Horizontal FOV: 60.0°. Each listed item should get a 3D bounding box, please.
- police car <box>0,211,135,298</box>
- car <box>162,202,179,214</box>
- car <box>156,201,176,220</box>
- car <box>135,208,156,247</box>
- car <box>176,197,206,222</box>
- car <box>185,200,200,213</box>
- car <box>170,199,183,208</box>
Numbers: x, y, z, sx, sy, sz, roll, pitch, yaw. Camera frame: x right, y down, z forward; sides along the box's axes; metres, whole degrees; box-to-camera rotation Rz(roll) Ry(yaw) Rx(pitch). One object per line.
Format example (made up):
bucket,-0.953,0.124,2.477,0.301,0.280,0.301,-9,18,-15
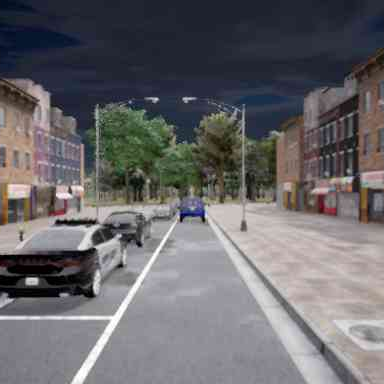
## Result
police car,-3.009,1.504,8.851,1.930,1.638,5.238,0,-1,0
car,-2.641,1.957,41.337,1.802,1.307,4.206,-1,-1,0
car,-2.643,1.825,30.468,2.008,1.369,4.403,-1,-1,0
car,-3.019,1.645,15.740,1.837,1.490,4.892,0,-1,0
car,0.052,1.483,29.032,2.150,2.045,5.566,0,0,0
car,0.070,1.909,44.314,1.837,1.490,4.892,0,0,0
car,-2.641,1.969,57.642,1.967,1.590,4.097,-1,-1,0
